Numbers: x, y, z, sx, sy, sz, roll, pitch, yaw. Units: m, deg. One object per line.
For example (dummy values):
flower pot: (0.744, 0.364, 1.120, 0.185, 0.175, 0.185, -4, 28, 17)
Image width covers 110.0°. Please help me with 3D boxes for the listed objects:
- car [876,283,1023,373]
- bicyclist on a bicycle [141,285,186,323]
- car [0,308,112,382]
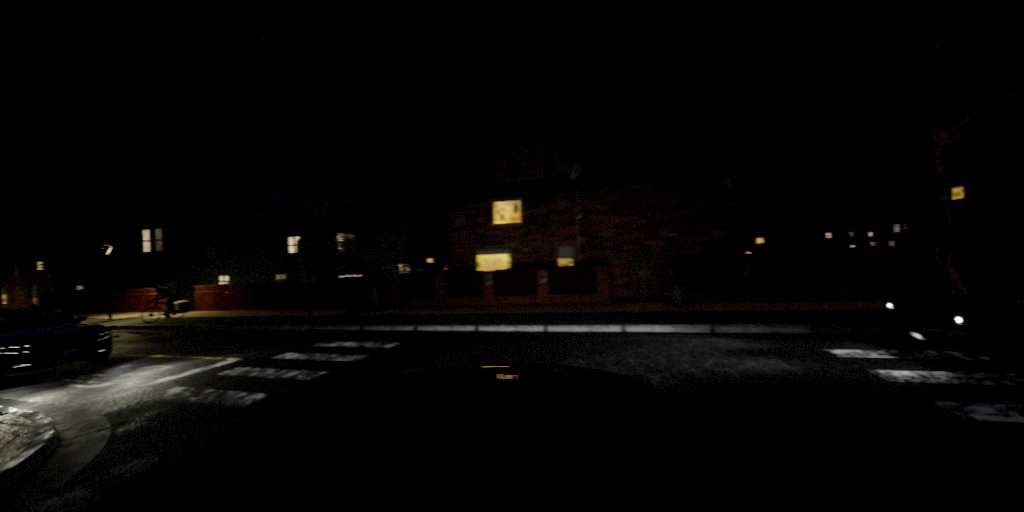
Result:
car: (8.749, 0.873, 5.248, 4.718, 1.301, 1.895, -4, 0, 18)
bicyclist on a bicycle: (-15.669, 2.121, 16.121, 0.582, 1.620, 1.656, -3, 0, 18)
car: (-12.472, 2.067, 8.956, 5.008, 1.535, 1.882, -4, 0, 18)
